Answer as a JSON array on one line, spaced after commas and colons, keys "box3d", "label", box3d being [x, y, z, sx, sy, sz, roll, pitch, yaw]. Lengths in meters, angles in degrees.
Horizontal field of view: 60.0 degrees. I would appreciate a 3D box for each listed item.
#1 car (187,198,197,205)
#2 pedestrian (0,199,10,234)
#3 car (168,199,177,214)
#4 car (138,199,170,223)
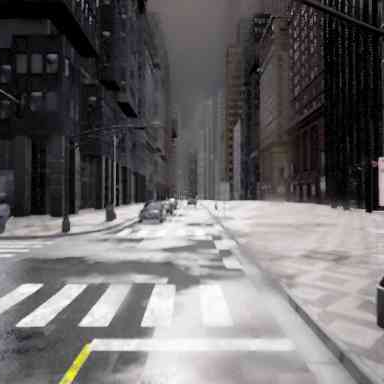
[{"box3d": [0.002, 1.947, 66.646, 1.895, 1.301, 4.718, 0, -1, 0], "label": "car"}, {"box3d": [-10.007, 1.268, 17.566, 0.375, 1.860, 0.375, 0, -2, 0], "label": "pedestrian"}, {"box3d": [-3.076, 1.695, 36.630, 1.994, 1.385, 4.181, 0, 0, 1], "label": "car"}, {"box3d": [-3.099, 1.588, 26.674, 1.837, 1.490, 4.892, 0, 0, 0], "label": "car"}]
